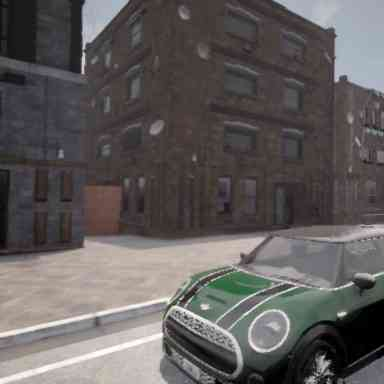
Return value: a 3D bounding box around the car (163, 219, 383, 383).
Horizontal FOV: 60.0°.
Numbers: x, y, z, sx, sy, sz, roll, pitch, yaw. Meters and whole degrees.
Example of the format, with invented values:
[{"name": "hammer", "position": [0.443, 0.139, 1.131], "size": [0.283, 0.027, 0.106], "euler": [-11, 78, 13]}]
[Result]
[{"name": "car", "position": [1.819, 1.356, 4.978], "size": [4.553, 1.767, 2.097], "euler": [0, 0, -35]}]
